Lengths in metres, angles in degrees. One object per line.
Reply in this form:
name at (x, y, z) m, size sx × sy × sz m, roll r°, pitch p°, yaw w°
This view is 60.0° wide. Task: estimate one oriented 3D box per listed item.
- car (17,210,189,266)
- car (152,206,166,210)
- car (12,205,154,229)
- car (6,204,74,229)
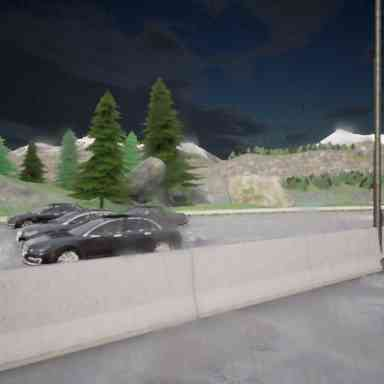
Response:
car at (-2.603, 1.485, 10.508) m, size 4.892 × 1.490 × 1.837 m, roll 1°, pitch 0°, yaw -33°
car at (-2.802, 1.513, 18.741) m, size 5.357 × 1.411 × 2.033 m, roll 0°, pitch 0°, yaw -32°
car at (-4.343, 1.463, 13.549) m, size 4.902 × 1.511 × 2.128 m, roll 0°, pitch 0°, yaw -33°
car at (-8.073, 1.459, 19.475) m, size 4.892 × 1.490 × 1.837 m, roll 1°, pitch 0°, yaw -33°
